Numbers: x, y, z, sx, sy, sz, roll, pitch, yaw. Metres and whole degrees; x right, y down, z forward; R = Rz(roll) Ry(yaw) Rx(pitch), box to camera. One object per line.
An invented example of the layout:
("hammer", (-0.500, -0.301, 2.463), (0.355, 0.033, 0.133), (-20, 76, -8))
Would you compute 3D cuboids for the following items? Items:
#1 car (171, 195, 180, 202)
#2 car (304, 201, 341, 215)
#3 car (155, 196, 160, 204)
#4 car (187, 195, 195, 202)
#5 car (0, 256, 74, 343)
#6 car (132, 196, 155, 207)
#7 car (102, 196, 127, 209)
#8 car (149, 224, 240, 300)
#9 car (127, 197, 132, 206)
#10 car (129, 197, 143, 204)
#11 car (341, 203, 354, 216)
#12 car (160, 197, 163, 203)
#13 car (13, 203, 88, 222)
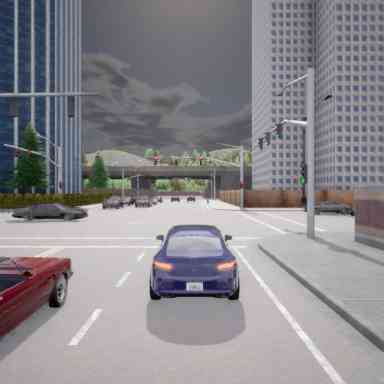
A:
("car", (-3.684, 1.501, 74.519), (1.812, 1.442, 4.674), (0, 0, 0))
("car", (13.548, 1.564, 33.472), (4.181, 1.385, 1.994), (0, 0, 0))
("car", (-7.222, 1.601, 58.819), (1.895, 1.301, 4.718), (0, 0, 0))
("car", (-0.184, 1.477, 74.528), (1.837, 1.490, 4.892), (0, 0, 0))
("car", (-3.452, 1.601, 4.982), (1.895, 1.301, 4.718), (0, 0, 0))
("car", (-7.217, 1.352, 49.837), (2.097, 1.767, 4.553), (0, 0, 0))
("car", (-10.710, 1.352, 45.347), (2.097, 1.767, 4.553), (0, 0, 0))
("car", (0.058, 1.526, 8.252), (1.812, 1.442, 4.674), (0, 0, 0))
("car", (-10.723, 1.491, 54.307), (2.128, 1.511, 4.902), (0, 0, 0))
("car", (-10.706, 1.601, 63.530), (1.895, 1.301, 4.718), (0, 0, 0))
("car", (16.215, 1.564, 29.966), (4.181, 1.385, 1.994), (0, 0, 0))
("car", (-7.169, 1.564, 68.866), (1.994, 1.385, 4.181), (0, 0, 0))
("car", (-10.979, 1.548, 25.962), (5.357, 1.411, 2.033), (0, 0, -1))
